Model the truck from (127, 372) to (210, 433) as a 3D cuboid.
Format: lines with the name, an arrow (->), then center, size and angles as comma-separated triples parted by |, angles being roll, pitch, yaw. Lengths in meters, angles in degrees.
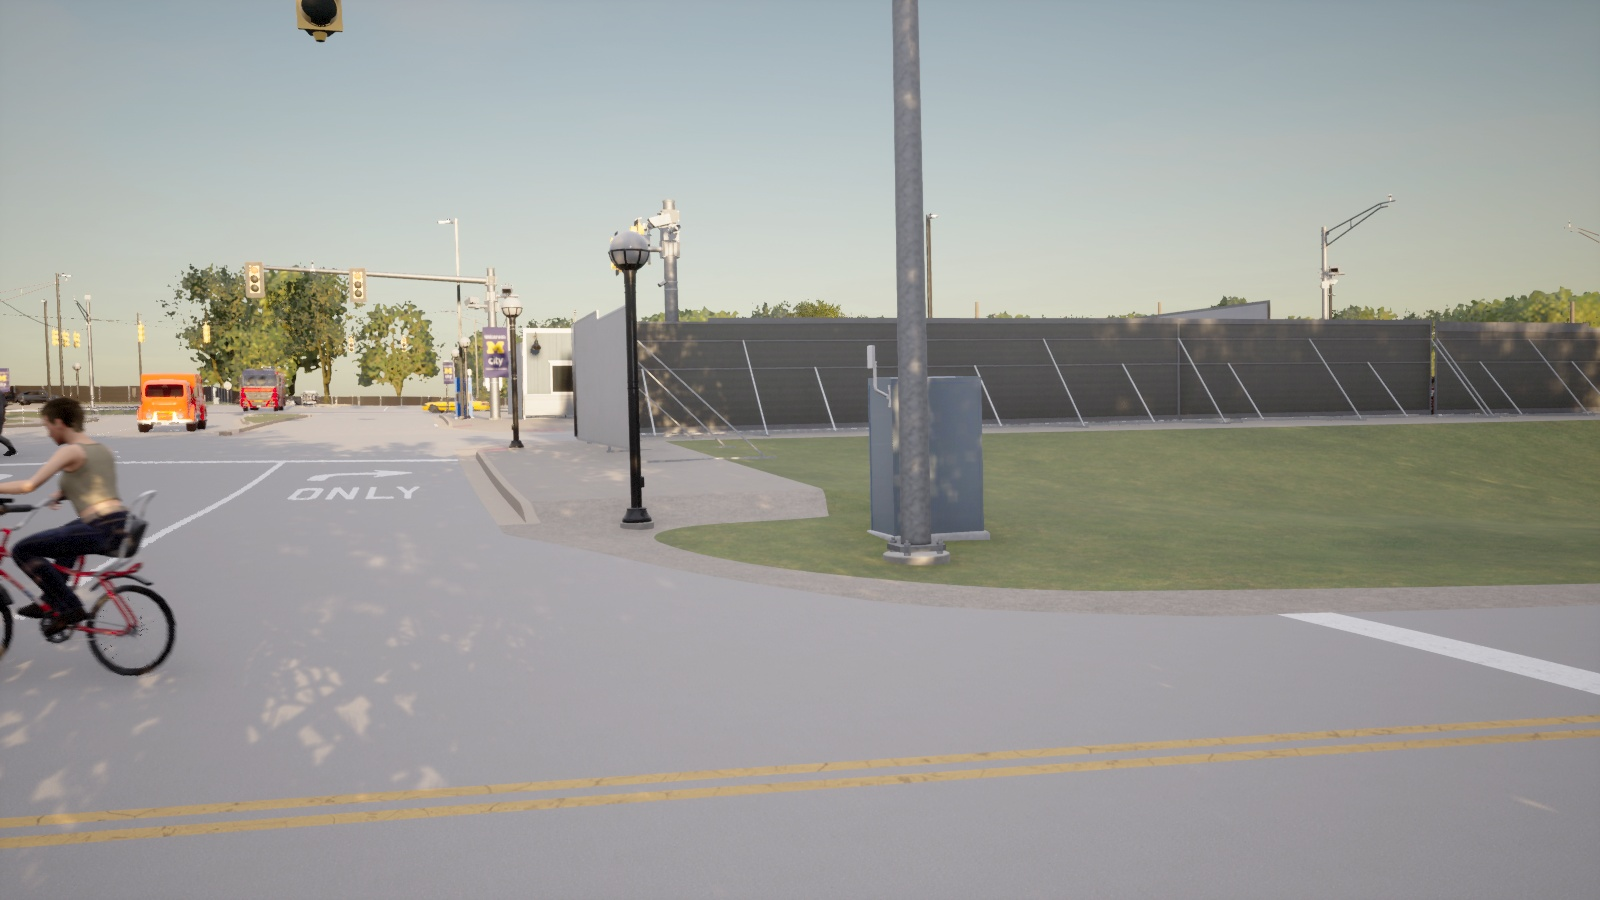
truck -> -27.083, -2.100, 54.046 | 2.627, 2.467, 5.204 | -1, 3, -21

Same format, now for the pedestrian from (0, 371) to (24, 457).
pedestrian -> -18.440, -0.819, 28.764 | 0.873, 1.952, 0.659 | -2, 2, -10

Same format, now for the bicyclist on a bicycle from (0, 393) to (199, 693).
bicyclist on a bicycle -> -4.423, 0.493, 7.232 | 1.509, 1.612, 0.866 | 0, 1, 3

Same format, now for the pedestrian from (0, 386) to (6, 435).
pedestrian -> -30.195, -1.460, 47.077 | 0.594, 1.836, 0.345 | -1, 2, 9
